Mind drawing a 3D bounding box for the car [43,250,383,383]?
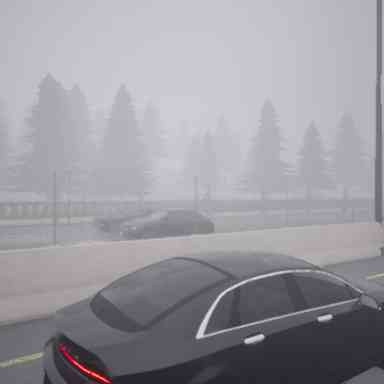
[{"bbox_3d":[0.846,1.506,4.109,4.892,1.490,1.837,0,0,-33],"label":"car"}]

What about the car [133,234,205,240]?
[{"bbox_3d":[-1.091,1.514,15.604,4.674,1.442,1.812,0,0,-32],"label":"car"}]
